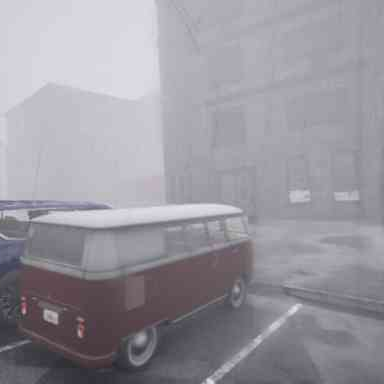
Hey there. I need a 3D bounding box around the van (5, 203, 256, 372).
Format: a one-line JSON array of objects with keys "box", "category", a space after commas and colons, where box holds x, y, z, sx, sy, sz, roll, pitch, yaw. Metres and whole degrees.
[{"box": [-0.440, 1.236, 5.774, 1.878, 1.987, 4.442, 0, 0, 35], "category": "van"}]

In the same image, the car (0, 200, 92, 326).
[{"box": [-2.764, 1.196, 7.322, 2.435, 2.045, 5.566, 0, 0, 35], "category": "car"}]
